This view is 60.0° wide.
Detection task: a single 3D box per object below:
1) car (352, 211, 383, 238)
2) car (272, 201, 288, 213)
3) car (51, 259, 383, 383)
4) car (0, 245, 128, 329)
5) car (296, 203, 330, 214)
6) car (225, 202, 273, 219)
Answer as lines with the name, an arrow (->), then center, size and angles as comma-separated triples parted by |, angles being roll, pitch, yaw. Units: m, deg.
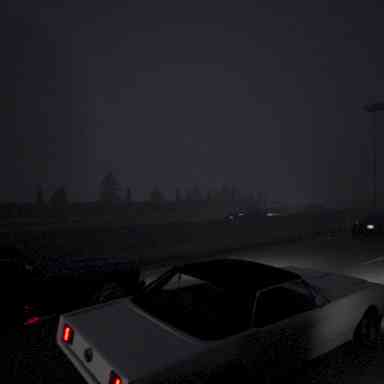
car -> 10.235, 1.715, 17.911 | 1.994, 1.385, 4.181 | 0, 0, 44
car -> 10.469, 1.825, 41.123 | 1.812, 1.442, 4.674 | 0, -1, 33
car -> 0.830, 1.633, 4.582 | 4.718, 1.301, 1.895 | 0, 0, -37
car -> -3.256, 1.627, 5.862 | 4.718, 1.301, 1.895 | 0, 0, -36
car -> 10.884, 1.720, 29.683 | 2.128, 1.511, 4.902 | 0, 0, 37
car -> 4.601, 1.718, 27.548 | 1.812, 1.442, 4.674 | 0, 0, 41
